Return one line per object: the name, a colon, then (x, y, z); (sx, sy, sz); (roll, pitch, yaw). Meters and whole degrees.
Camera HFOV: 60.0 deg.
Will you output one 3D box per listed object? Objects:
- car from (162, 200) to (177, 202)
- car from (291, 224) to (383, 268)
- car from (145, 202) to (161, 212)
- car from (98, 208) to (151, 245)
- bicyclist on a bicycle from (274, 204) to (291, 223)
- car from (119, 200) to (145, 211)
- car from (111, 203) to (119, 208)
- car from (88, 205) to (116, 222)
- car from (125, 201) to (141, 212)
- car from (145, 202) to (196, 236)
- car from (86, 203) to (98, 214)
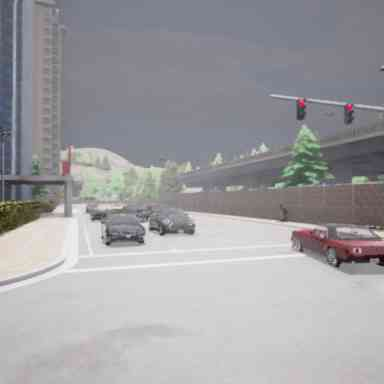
car: (-3.633, 2.124, 39.492); (2.097, 1.767, 4.553); (0, -1, -19)
car: (5.351, 1.831, 12.313); (1.895, 1.301, 4.718); (0, -1, -5)
car: (-6.992, 2.664, 59.710); (1.882, 1.535, 5.008); (0, -1, -19)
car: (-3.703, 1.837, 17.558); (1.837, 1.490, 4.892); (0, -1, -19)
bicyclist on a bicycle: (7.802, 1.829, 28.637); (1.656, 1.620, 0.582); (0, -1, -19)
car: (-5.956, 1.905, 34.877); (2.150, 2.045, 5.566); (0, -1, -19)
car: (-11.984, 2.555, 52.702); (1.882, 1.535, 5.008); (0, -1, -19)
car: (-9.041, 2.257, 33.081); (1.895, 1.301, 4.718); (0, -1, -19)
car: (-10.700, 2.554, 60.017); (2.097, 1.767, 4.553); (0, -1, -19)
car: (-1.355, 1.758, 21.490); (2.097, 1.767, 4.553); (0, -1, -19)
car: (-15.304, 2.424, 51.594); (2.097, 1.767, 4.553); (0, -1, -19)
